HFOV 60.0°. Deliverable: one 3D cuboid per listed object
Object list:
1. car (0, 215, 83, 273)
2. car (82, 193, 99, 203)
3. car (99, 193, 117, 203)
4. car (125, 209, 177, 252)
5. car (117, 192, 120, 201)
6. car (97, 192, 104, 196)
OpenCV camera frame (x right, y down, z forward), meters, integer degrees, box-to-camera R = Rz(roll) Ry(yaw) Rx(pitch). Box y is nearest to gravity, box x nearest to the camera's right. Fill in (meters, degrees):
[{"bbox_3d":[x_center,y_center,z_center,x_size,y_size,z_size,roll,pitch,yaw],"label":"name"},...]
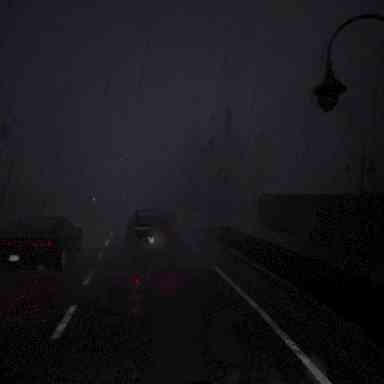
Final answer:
[{"bbox_3d":[-4.751,1.464,10.608,1.882,1.535,5.008,0,0,-9],"label":"car"},{"bbox_3d":[-19.632,1.426,63.703,2.033,1.411,5.357,0,0,-8],"label":"car"},{"bbox_3d":[-16.183,1.424,64.265,1.994,1.385,4.181,0,0,-8],"label":"car"},{"bbox_3d":[-1.734,1.454,13.804,2.128,1.511,4.902,0,0,-9],"label":"car"},{"bbox_3d":[-18.420,1.343,79.648,2.128,1.511,4.902,0,0,-8],"label":"car"},{"bbox_3d":[-21.921,1.059,79.387,2.150,2.045,5.566,0,0,-8],"label":"car"}]
